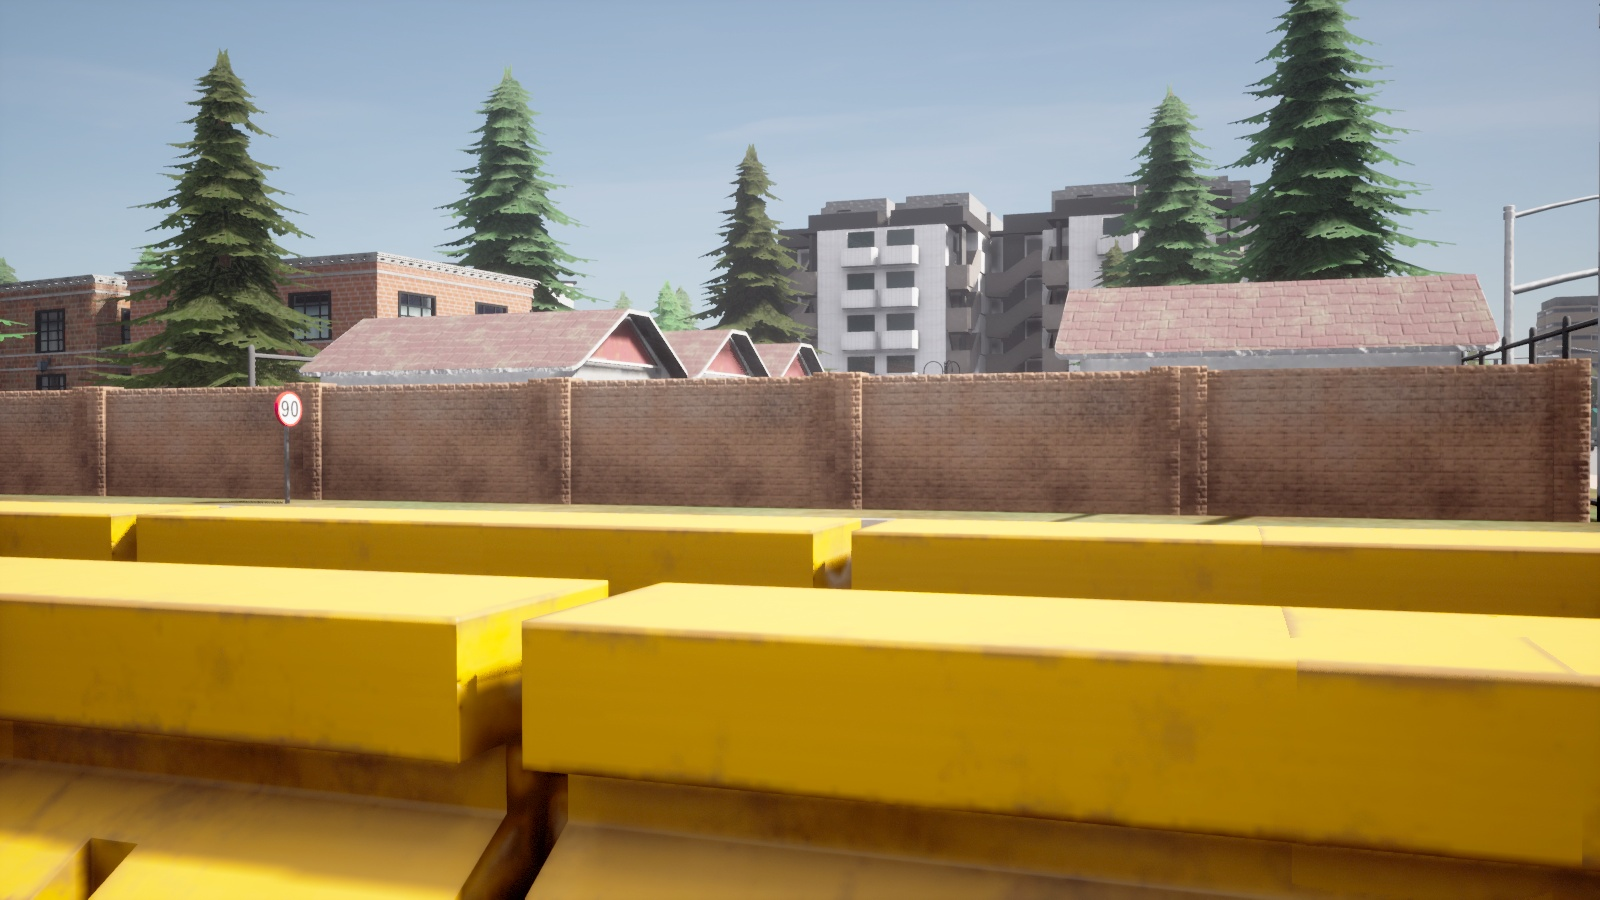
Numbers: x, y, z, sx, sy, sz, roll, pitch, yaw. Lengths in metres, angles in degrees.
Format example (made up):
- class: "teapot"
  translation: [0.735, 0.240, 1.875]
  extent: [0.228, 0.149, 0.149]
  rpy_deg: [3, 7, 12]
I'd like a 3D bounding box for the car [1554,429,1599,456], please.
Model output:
- class: "car"
  translation: [50.152, -0.497, 80.589]
  extent: [2.152, 1.651, 5.027]
  rpy_deg: [1, 1, 20]
